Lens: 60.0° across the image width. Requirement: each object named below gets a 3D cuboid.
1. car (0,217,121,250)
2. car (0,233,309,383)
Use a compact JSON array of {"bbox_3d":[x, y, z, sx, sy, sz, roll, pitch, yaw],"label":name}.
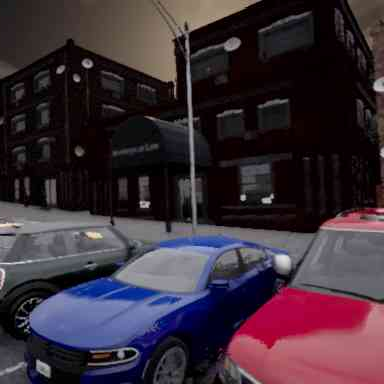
[{"bbox_3d":[-2.307,1.383,7.011,2.185,1.767,4.553,0,0,36],"label":"car"},{"bbox_3d":[-0.008,1.514,5.361,2.097,1.535,5.008,0,0,36],"label":"car"}]
